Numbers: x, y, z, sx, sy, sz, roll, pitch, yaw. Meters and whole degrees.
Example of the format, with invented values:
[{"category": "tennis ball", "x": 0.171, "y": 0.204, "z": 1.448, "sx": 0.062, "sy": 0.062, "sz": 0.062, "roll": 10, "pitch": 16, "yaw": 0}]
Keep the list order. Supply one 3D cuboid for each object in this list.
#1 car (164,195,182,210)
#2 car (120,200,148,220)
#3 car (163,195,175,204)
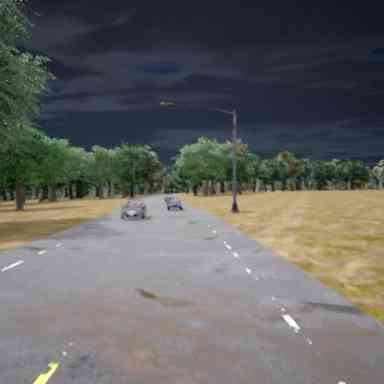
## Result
[{"category": "car", "x": -2.248, "y": 1.468, "z": 41.891, "sx": 2.033, "sy": 1.411, "sz": 5.357, "roll": 0, "pitch": 0, "yaw": -5}, {"category": "car", "x": -4.683, "y": 1.428, "z": 27.280, "sx": 2.128, "sy": 1.511, "sz": 4.902, "roll": 0, "pitch": 0, "yaw": -4}, {"category": "car", "x": -4.352, "y": 1.363, "z": 63.488, "sx": 2.128, "sy": 1.511, "sz": 4.902, "roll": 0, "pitch": 0, "yaw": -6}]
